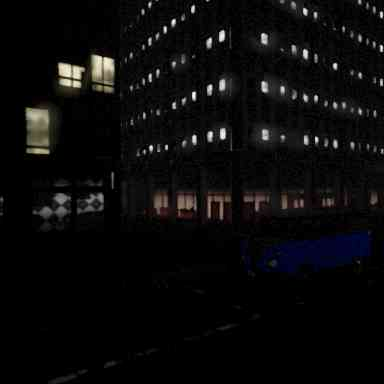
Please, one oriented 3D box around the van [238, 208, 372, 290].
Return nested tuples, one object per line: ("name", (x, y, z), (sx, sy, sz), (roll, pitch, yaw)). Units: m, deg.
("van", (3.038, 1.327, 8.738), (3.998, 1.788, 1.690), (0, 0, -35))
